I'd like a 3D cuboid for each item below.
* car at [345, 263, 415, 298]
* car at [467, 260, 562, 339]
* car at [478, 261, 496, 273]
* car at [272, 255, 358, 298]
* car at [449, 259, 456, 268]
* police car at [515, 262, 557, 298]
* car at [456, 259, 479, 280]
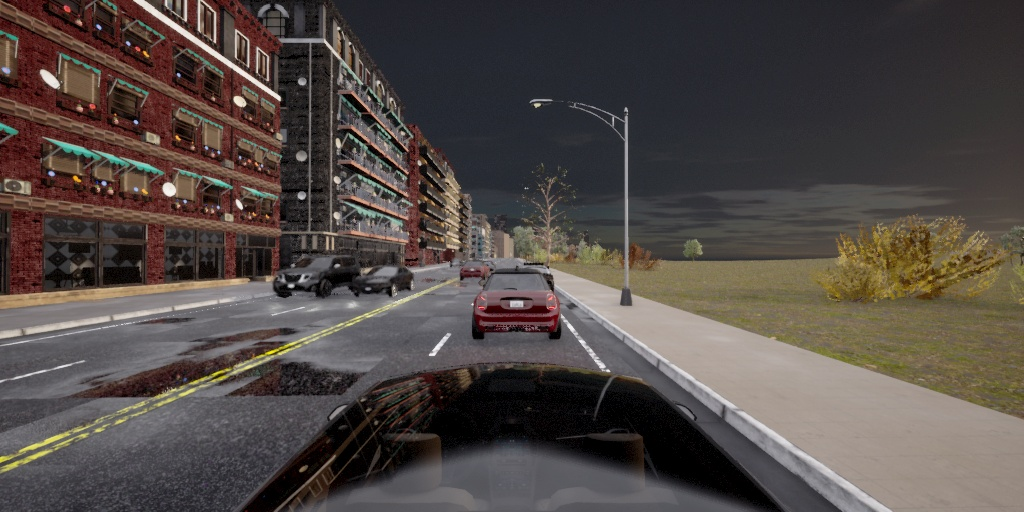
[{"bbox_3d":[-6.565,1.230,18.874,1.882,1.535,5.008,0,0,0],"label":"car"},{"bbox_3d":[0.113,1.103,10.194,2.097,1.767,4.553,0,0,0],"label":"car"},{"bbox_3d":[-3.058,1.315,45.346,1.994,1.385,4.181,0,0,0],"label":"car"},{"bbox_3d":[-9.814,0.973,18.697,2.150,2.045,5.566,0,0,0],"label":"car"},{"bbox_3d":[-9.687,1.242,62.462,2.128,1.511,4.902,0,0,0],"label":"car"},{"bbox_3d":[1.174,1.177,19.689,1.930,1.638,5.238,0,0,0],"label":"police car"},{"bbox_3d":[-3.100,1.107,30.937,2.097,1.767,4.553,0,0,2],"label":"car"}]
